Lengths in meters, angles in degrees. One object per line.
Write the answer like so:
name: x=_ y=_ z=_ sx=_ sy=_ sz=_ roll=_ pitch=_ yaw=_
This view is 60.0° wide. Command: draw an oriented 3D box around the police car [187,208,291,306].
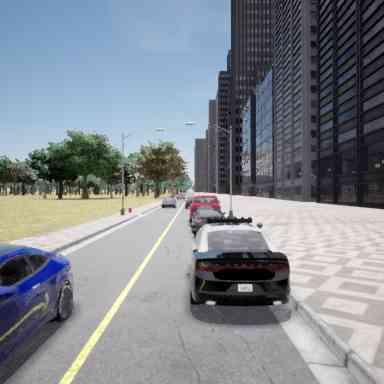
police car: x=0.906 y=1.425 z=8.236 sx=1.930 sy=1.638 sz=5.238 roll=0 pitch=0 yaw=0

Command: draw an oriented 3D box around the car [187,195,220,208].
car: x=0.913 y=1.213 z=24.157 sx=2.150 sy=2.045 sz=5.566 roll=0 pitch=0 yaw=0

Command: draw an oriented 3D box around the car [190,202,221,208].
car: x=0.912 y=1.521 z=18.127 sx=1.812 sy=1.442 sz=4.674 roll=0 pitch=0 yaw=0

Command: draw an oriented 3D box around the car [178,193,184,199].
car: x=-2.951 y=1.182 z=89.526 sx=2.097 sy=1.767 sz=4.553 roll=0 pitch=0 yaw=0

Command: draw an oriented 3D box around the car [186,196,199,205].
car: x=0.033 y=1.422 z=58.034 sx=2.128 sy=1.511 sz=4.902 roll=0 pitch=0 yaw=0

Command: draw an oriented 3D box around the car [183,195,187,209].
car: x=0.050 y=1.461 z=44.995 sx=1.837 sy=1.490 sz=4.892 roll=0 pitch=0 yaw=1

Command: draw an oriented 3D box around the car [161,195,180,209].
car: x=-3.074 y=1.504 z=44.650 sx=2.033 sy=1.411 sz=5.357 roll=0 pitch=0 yaw=0

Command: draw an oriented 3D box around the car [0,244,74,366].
car: x=-3.096 y=1.526 z=4.500 sx=1.812 sy=1.442 sz=4.674 roll=0 pitch=0 yaw=0
